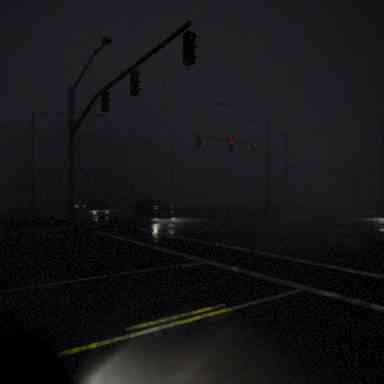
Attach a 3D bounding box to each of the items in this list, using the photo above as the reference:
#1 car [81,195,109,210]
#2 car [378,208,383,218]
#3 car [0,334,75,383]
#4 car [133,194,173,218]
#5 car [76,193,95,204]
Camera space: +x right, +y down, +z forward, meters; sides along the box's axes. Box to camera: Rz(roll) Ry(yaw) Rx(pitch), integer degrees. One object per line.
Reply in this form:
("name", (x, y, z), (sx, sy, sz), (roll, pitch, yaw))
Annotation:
("car", (-12.300, 1.523, 42.836), (1.812, 1.442, 4.674), (0, 0, -35))
("car", (18.175, 1.468, 28.529), (5.357, 1.411, 2.033), (-1, 0, -35))
("car", (-3.261, 1.547, 1.483), (5.357, 1.411, 2.033), (0, 0, -35))
("car", (-3.613, 1.351, 30.736), (2.097, 1.767, 4.553), (0, 0, -36))
("car", (-19.718, 1.223, 62.129), (2.150, 2.045, 5.566), (0, 0, 3))
